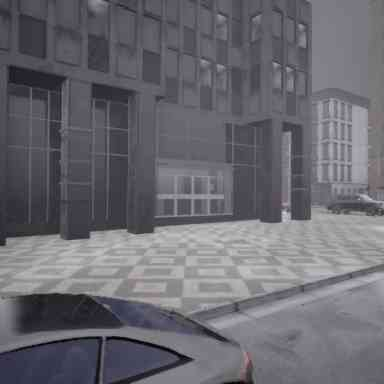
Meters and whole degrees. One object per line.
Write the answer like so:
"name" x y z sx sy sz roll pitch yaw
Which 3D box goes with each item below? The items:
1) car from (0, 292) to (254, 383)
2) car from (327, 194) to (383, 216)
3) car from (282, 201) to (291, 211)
"car" -1.470 1.564 2.327 4.181 1.385 1.994 0 0 -36
"car" 15.793 1.190 31.880 2.150 2.045 5.566 1 -1 -36
"car" 9.964 1.497 39.999 1.812 1.442 4.674 1 0 -36
